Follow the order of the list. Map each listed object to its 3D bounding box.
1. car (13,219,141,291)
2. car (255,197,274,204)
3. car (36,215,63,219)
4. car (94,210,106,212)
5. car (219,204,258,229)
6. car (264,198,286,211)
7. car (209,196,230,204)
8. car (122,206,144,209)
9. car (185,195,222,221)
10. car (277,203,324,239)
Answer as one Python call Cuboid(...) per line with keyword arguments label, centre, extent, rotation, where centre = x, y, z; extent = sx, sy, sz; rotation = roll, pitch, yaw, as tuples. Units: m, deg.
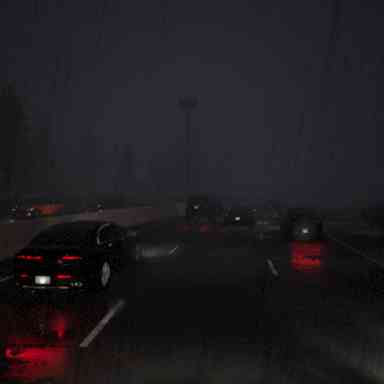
Cuboid(label="car", centre=(-2.742, 1.509, 9.035), extent=(1.837, 1.490, 4.892), rotation=(0, 0, 5))
Cuboid(label="car", centre=(14.510, 1.683, 66.084), extent=(1.994, 1.385, 4.181), rotation=(0, 0, 39))
Cuboid(label="car", centre=(-13.247, 1.349, 28.865), extent=(2.097, 1.767, 4.553), rotation=(0, 0, 16))
Cuboid(label="car", centre=(-8.386, 1.240, 32.917), extent=(2.150, 2.045, 5.566), rotation=(0, 0, 19))
Cuboid(label="car", centre=(3.312, 1.607, 22.432), extent=(1.994, 1.385, 4.181), rotation=(0, 0, 15))
Cuboid(label="car", centre=(10.196, 1.582, 40.545), extent=(2.128, 1.511, 4.902), rotation=(0, 0, 26))
Cuboid(label="car", centre=(5.519, 1.611, 66.116), extent=(1.837, 1.490, 4.892), rotation=(0, 0, 37))
Cuboid(label="car", centre=(-5.420, 1.589, 30.589), extent=(1.994, 1.385, 4.181), rotation=(0, 0, 18))
Cuboid(label="car", centre=(1.121, 1.264, 27.682), extent=(2.150, 2.045, 5.566), rotation=(0, 0, 17))
Cuboid(label="car", centre=(5.743, 1.549, 17.766), extent=(1.837, 1.490, 4.892), rotation=(0, 0, 12))
